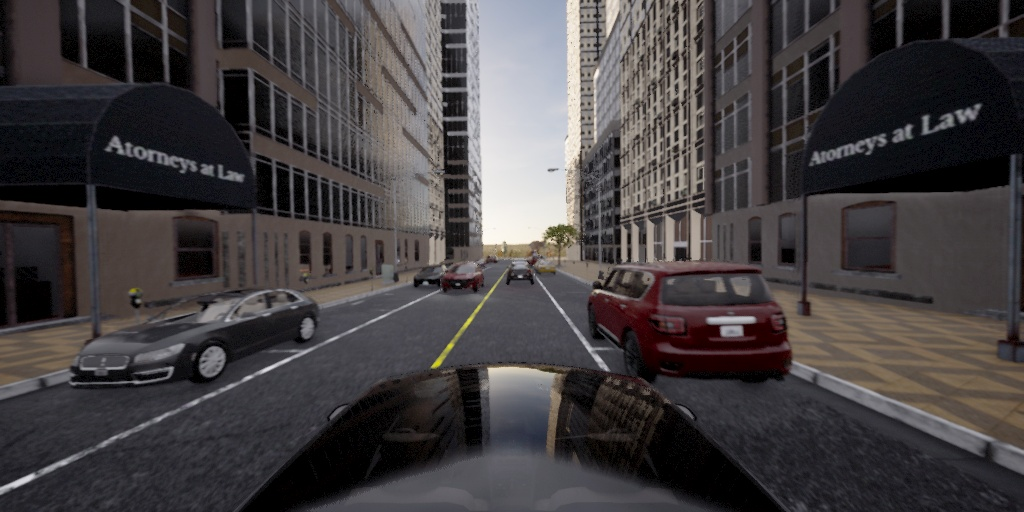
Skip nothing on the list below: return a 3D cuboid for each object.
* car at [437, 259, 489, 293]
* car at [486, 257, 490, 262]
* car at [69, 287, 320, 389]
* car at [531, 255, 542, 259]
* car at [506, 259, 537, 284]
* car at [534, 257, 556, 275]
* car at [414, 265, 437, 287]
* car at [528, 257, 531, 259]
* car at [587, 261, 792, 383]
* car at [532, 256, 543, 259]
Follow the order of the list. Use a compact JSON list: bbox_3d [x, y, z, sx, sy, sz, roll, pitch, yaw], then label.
[{"bbox_3d":[-2.701,1.168,20.764,1.882,1.535,5.008,-1,0,2],"label":"car"},{"bbox_3d":[-4.687,1.117,52.471,1.802,1.307,4.207,0,0,1],"label":"car"},{"bbox_3d":[-5.559,1.345,7.084,2.007,1.370,4.403,0,0,1],"label":"car"},{"bbox_3d":[3.690,0.746,52.257,2.192,1.841,5.009,0,0,1],"label":"car"},{"bbox_3d":[0.578,1.150,25.559,1.812,1.442,4.674,-1,0,1],"label":"car"},{"bbox_3d":[3.367,1.060,35.405,1.751,1.417,4.829,0,0,1],"label":"car"},{"bbox_3d":[-5.232,1.271,24.104,1.948,1.339,4.313,0,0,1],"label":"car"},{"bbox_3d":[0.974,1.048,46.194,2.033,1.411,5.357,-1,0,1],"label":"car"},{"bbox_3d":[2.820,1.006,6.866,2.192,1.841,5.009,0,0,1],"label":"car"},{"bbox_3d":[3.476,1.026,41.078,1.751,1.417,4.829,0,0,1],"label":"car"}]
